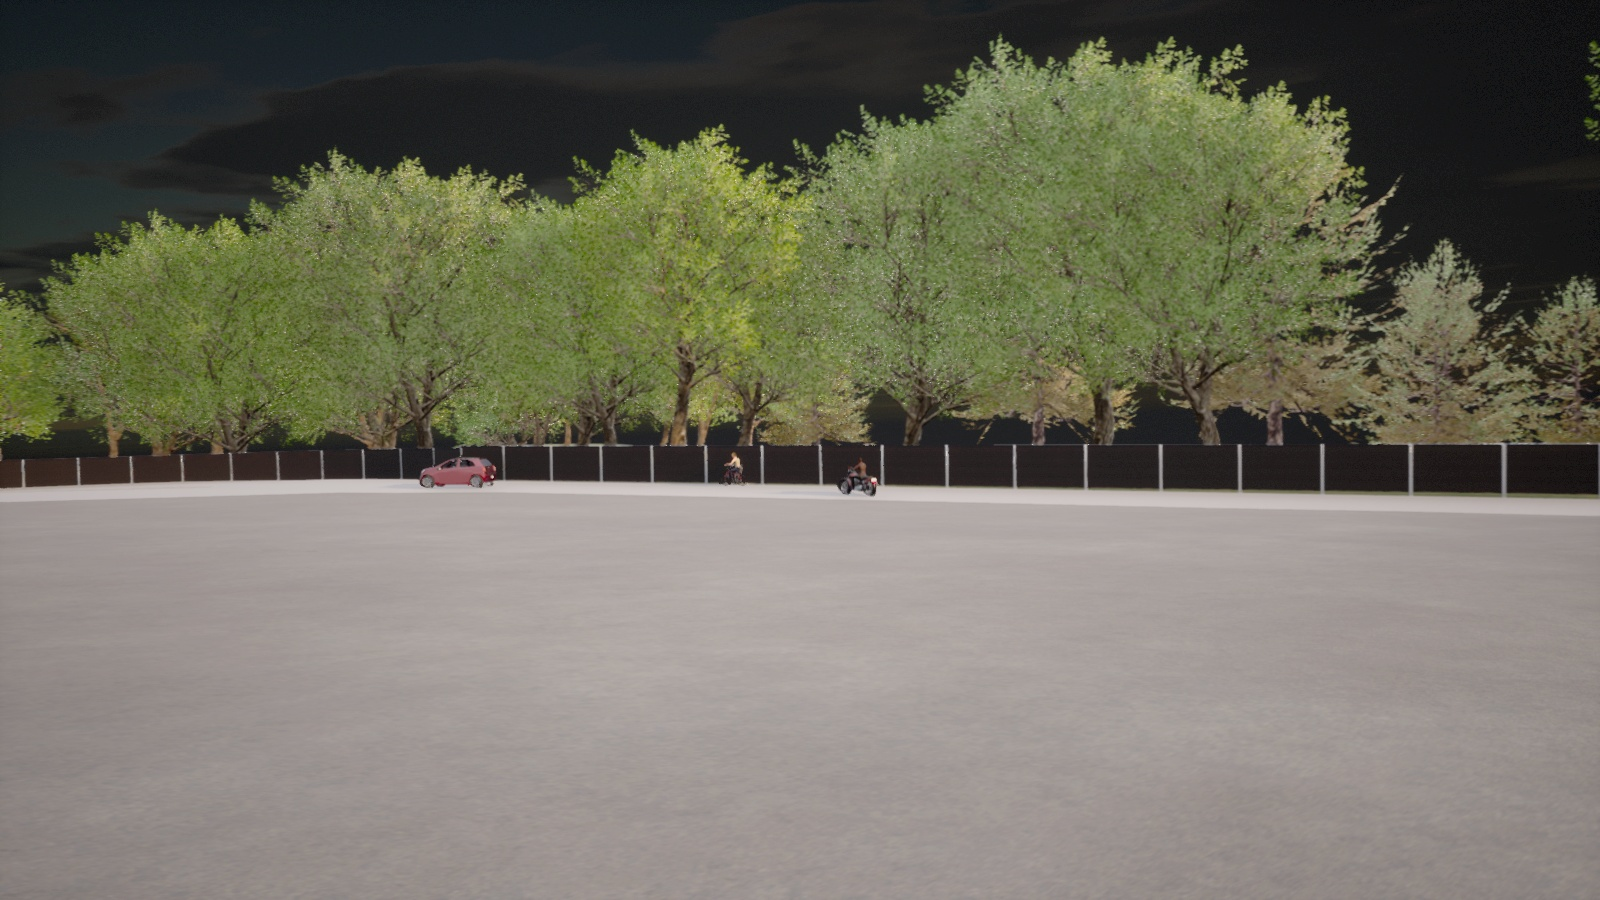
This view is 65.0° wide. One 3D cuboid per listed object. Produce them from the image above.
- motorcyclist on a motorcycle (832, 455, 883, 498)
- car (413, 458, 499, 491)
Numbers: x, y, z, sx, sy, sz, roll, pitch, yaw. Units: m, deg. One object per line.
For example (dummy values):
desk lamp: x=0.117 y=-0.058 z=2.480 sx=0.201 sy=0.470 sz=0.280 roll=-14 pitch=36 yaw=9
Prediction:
motorcyclist on a motorcycle: x=2.383 y=1.087 z=52.374 sx=0.766 sy=1.649 sz=2.350 roll=-3 pitch=2 yaw=-36
car: x=-16.925 y=1.206 z=61.874 sx=3.633 sy=1.501 sz=1.845 roll=-1 pitch=2 yaw=8
